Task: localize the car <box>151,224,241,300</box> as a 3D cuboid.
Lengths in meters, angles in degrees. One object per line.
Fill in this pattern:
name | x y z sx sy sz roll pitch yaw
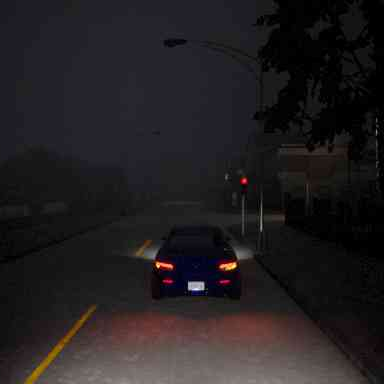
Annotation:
car | 0.101 1.526 8.285 1.812 1.442 4.674 0 0 1
